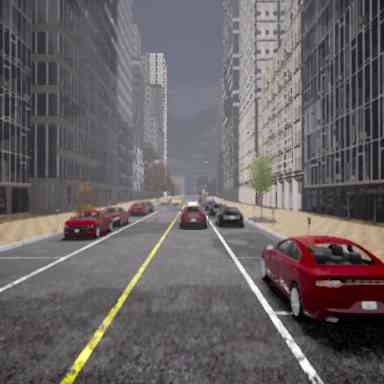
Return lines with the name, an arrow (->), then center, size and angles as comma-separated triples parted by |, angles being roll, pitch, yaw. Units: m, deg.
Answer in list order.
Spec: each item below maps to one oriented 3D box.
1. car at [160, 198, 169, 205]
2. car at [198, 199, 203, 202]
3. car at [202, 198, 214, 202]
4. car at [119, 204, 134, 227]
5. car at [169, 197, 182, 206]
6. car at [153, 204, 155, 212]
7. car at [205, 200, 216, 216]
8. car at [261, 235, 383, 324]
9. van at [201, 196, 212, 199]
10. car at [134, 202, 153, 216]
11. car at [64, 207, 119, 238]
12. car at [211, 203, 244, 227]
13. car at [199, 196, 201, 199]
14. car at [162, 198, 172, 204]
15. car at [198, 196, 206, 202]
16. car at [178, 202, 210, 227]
car -> -5.683, 2.002, 69.734 | 1.752, 1.417, 4.829 | 0, 0, 0
car -> 0.102, 1.900, 41.737 | 1.895, 1.301, 4.718 | 0, 0, 0
car -> 2.696, 1.901, 47.124 | 1.947, 1.339, 4.313 | 0, 0, 0
car -> -5.687, 1.762, 24.364 | 1.802, 1.307, 4.206 | 0, 0, 0
car -> -3.002, 1.934, 66.452 | 1.882, 1.535, 5.008 | 0, 0, 0
car -> -5.685, 1.863, 41.442 | 1.947, 1.339, 4.313 | 0, 0, 0
car -> 2.695, 1.825, 35.740 | 1.947, 1.339, 4.313 | 0, 0, 0
car -> 2.693, 1.601, 7.280 | 1.887, 1.381, 4.507 | 0, 0, 0
van -> 2.697, 1.713, 52.820 | 1.690, 1.788, 3.998 | 0, 0, 0
car -> -5.685, 1.804, 35.749 | 1.887, 1.381, 4.507 | 0, 0, 0
car -> -5.687, 1.684, 18.671 | 1.887, 1.381, 4.507 | 0, 0, 0
car -> 2.694, 1.746, 24.356 | 1.947, 1.339, 4.313 | 0, 0, 0
car -> 2.697, 1.848, 58.510 | 1.967, 1.590, 4.097 | 0, 0, 0
car -> -5.683, 2.063, 75.598 | 2.008, 1.369, 4.403 | 0, 0, 0
car -> 2.701, 1.926, 92.663 | 2.192, 1.841, 5.009 | 0, 0, 0
car -> 0.102, 1.704, 24.243 | 1.812, 1.442, 4.674 | 0, 0, 0
